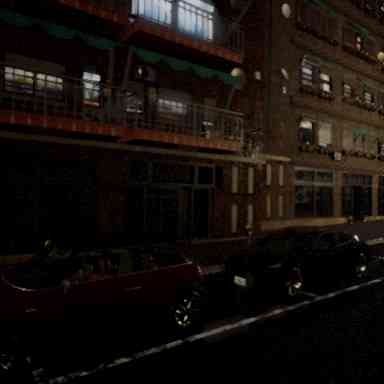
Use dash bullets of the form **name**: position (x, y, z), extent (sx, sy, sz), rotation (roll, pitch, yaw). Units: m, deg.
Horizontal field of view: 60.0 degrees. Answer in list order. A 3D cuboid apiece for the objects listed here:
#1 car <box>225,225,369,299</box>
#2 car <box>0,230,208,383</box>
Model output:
- **car**: position (2.833, 1.568, 8.523), extent (4.313, 1.339, 1.947), rotation (0, 1, -35)
- **car**: position (-1.793, 1.440, 5.219), extent (4.097, 1.590, 1.967), rotation (0, 1, -35)
